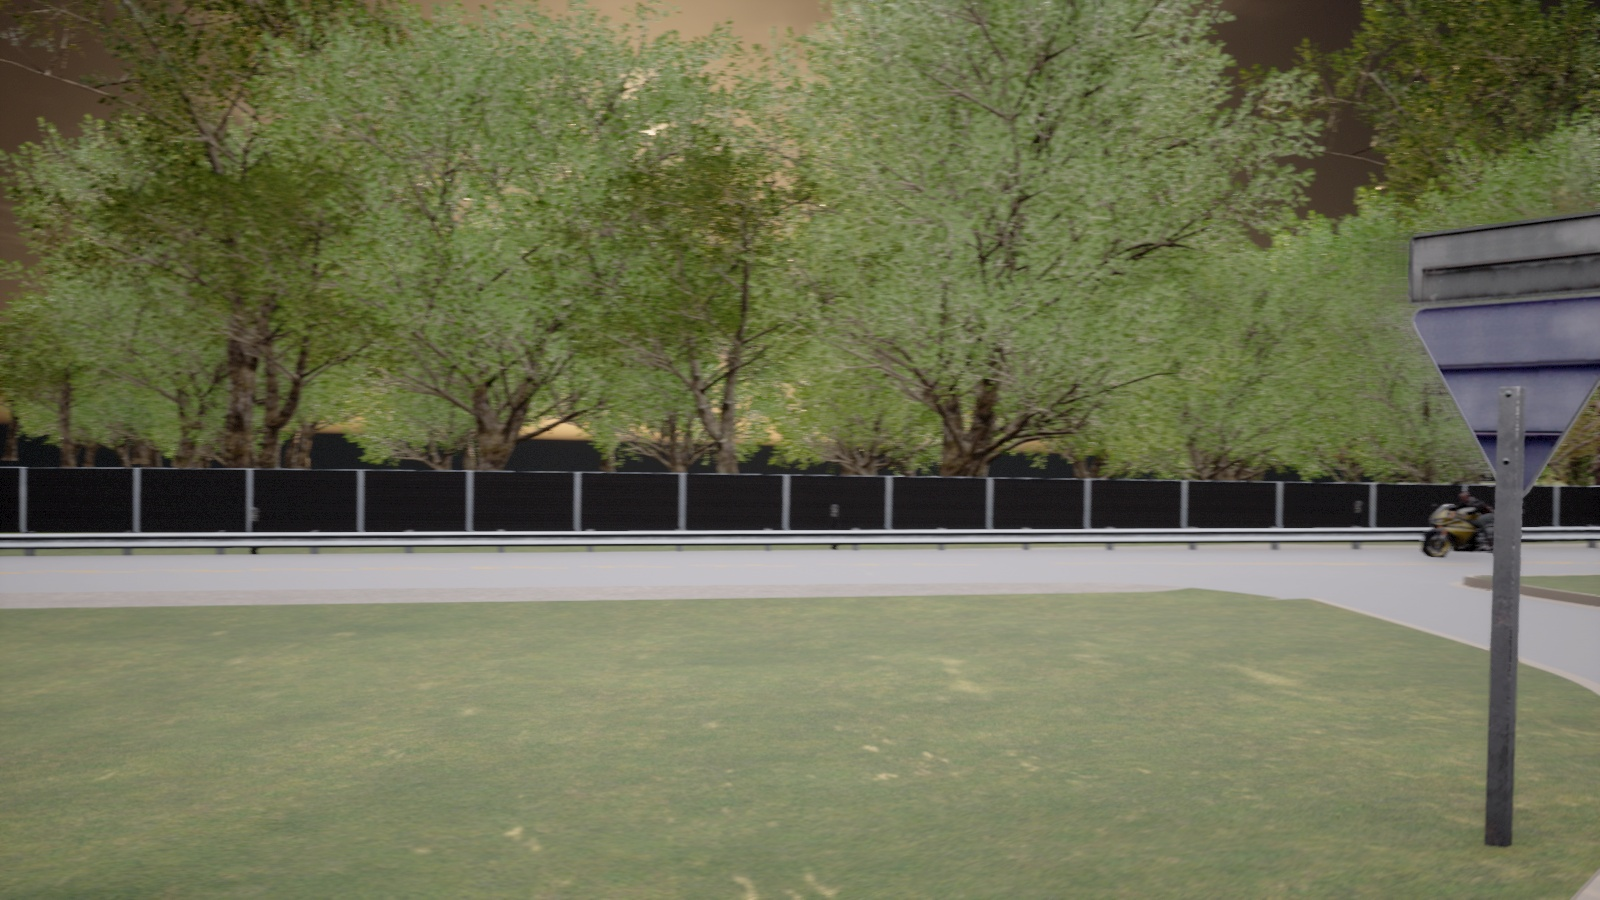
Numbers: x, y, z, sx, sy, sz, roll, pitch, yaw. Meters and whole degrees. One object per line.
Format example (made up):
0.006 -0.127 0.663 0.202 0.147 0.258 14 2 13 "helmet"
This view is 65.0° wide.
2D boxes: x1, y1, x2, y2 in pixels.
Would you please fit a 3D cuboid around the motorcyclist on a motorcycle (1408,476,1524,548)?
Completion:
15.061 1.386 28.443 2.191 1.530 0.866 -1 0 -6 "motorcyclist on a motorcycle"
